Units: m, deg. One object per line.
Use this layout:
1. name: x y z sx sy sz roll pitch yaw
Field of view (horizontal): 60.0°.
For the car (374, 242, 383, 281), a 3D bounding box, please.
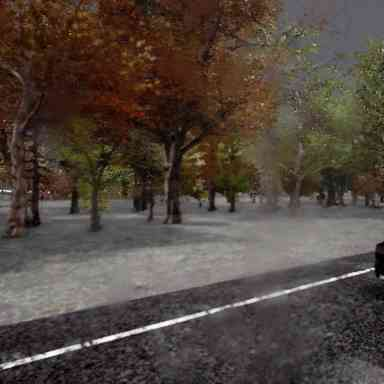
1. car: 6.603 1.508 8.451 5.008 1.535 1.882 0 0 -35
